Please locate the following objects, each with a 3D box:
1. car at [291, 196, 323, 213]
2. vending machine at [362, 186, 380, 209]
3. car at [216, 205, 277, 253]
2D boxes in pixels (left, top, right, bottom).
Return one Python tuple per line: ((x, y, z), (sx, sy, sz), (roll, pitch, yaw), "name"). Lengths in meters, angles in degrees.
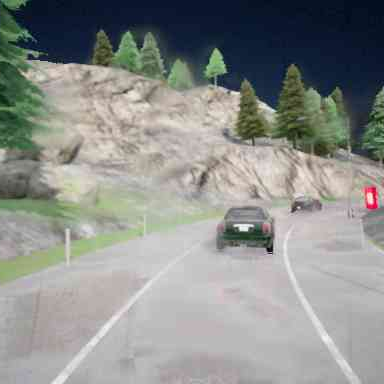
((10.640, 1.129, 30.818), (1.812, 1.442, 4.674), (-2, 1, 36), "car")
((16.764, 0.557, 31.148), (1.100, 2.100, 0.880), (-7, -7, 40), "vending machine")
((2.382, 1.305, 13.801), (2.097, 1.767, 4.553), (0, 1, 15), "car")
